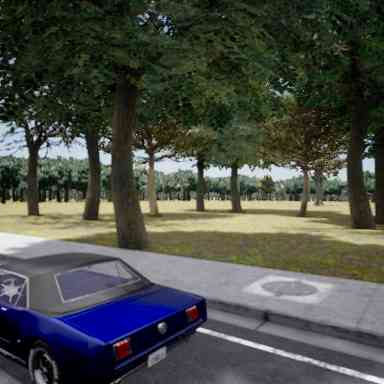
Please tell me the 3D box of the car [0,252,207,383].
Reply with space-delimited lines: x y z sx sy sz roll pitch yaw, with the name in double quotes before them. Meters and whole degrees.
"car" -2.208 1.626 5.136 4.718 1.301 1.895 0 0 35
